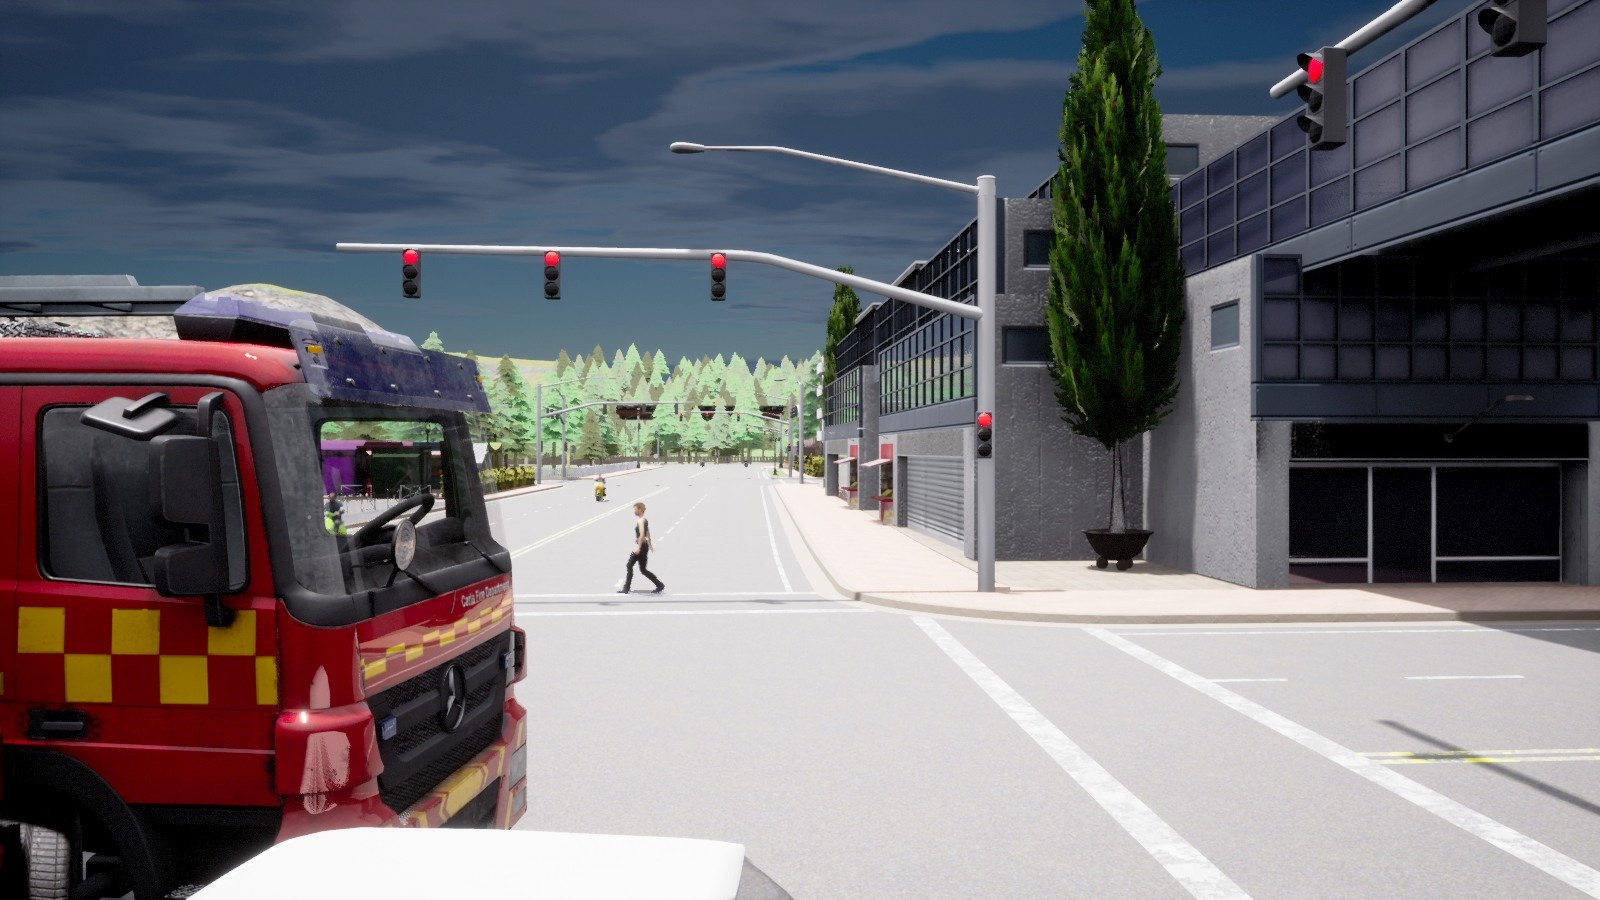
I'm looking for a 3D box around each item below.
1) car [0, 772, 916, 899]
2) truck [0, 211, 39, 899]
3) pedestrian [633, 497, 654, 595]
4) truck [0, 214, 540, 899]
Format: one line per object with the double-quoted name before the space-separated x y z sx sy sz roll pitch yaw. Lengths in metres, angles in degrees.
"car" -1.549 2.065 3.579 3.806 1.475 1.970 0 0 5
"truck" -7.587 0.890 3.490 8.468 3.827 2.891 0 0 -3
"pedestrian" -3.010 1.848 22.043 0.375 1.860 0.375 0 0 -4
"truck" -6.102 0.890 6.659 8.468 3.827 2.891 0 0 4
